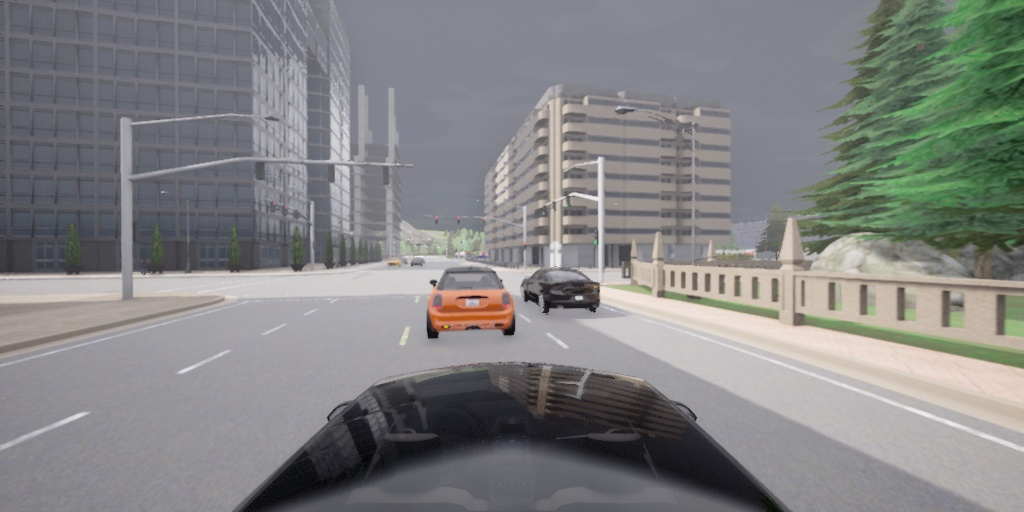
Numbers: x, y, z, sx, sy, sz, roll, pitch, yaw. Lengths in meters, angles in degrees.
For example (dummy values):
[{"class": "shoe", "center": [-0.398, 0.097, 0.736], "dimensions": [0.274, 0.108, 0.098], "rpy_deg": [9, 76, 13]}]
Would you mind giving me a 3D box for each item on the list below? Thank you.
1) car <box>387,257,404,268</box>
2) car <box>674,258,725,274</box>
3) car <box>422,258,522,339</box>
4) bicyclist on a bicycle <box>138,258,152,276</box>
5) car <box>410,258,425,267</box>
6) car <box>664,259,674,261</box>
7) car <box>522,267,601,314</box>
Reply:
[{"class": "car", "center": [-18.953, 1.022, 57.808], "dimensions": [1.882, 1.535, 5.008], "rpy_deg": [0, 0, -12]}, {"class": "car", "center": [19.788, 0.961, 37.338], "dimensions": [4.553, 1.767, 2.097], "rpy_deg": [0, 0, -13]}, {"class": "car", "center": [-1.263, 1.068, 10.231], "dimensions": [2.097, 1.767, 4.553], "rpy_deg": [0, 0, -10]}, {"class": "bicyclist on a bicycle", "center": [-34.264, 1.038, 33.505], "dimensions": [0.582, 1.620, 1.656], "rpy_deg": [0, 1, -13]}, {"class": "car", "center": [-15.535, 1.038, 58.560], "dimensions": [1.837, 1.490, 4.892], "rpy_deg": [0, 0, -12]}, {"class": "car", "center": [17.608, 1.091, 40.431], "dimensions": [4.902, 1.511, 2.128], "rpy_deg": [0, 0, -13]}, {"class": "car", "center": [1.653, 1.172, 13.706], "dimensions": [1.882, 1.535, 5.008], "rpy_deg": [0, 0, -11]}]
